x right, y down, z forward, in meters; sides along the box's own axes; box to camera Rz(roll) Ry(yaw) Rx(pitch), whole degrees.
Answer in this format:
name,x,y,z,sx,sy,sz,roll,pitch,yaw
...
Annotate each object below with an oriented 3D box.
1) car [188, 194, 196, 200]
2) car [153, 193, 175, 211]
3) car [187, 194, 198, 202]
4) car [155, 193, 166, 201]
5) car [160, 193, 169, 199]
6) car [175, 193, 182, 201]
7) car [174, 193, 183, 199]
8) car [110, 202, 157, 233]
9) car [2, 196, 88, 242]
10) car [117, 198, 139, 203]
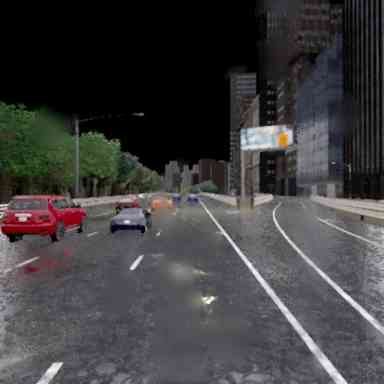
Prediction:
name,x,y,z,sx,sy,sz,roll,pitch,yaw
car,0.017,1.195,85.558,2.128,1.511,4.902,0,0,0
car,-3.391,1.250,38.368,2.097,1.767,4.553,0,0,0
car,0.125,1.232,67.035,1.882,1.535,5.008,0,0,0
car,-6.984,1.064,75.096,2.097,1.767,4.553,0,0,0
car,-6.982,1.043,85.131,2.033,1.411,5.357,0,0,0
car,-3.484,1.187,74.710,1.882,1.535,5.008,0,0,0
car,-3.483,1.029,85.130,2.128,1.511,4.902,0,0,0
car,-3.396,1.526,19.382,1.994,1.385,4.181,0,0,0
car,-6.897,1.191,16.259,2.150,2.045,5.566,0,0,0
car,-6.894,1.386,35.933,1.882,1.535,5.008,0,0,0
